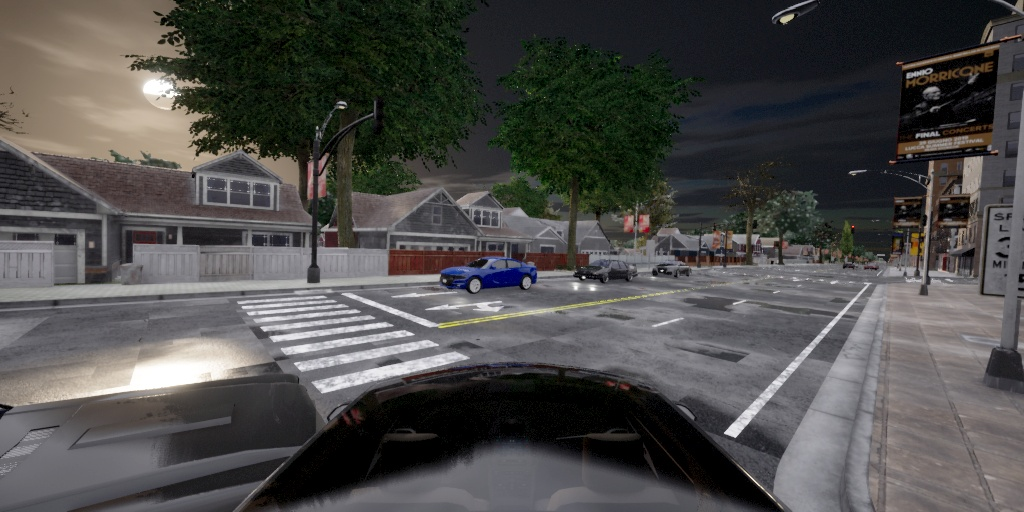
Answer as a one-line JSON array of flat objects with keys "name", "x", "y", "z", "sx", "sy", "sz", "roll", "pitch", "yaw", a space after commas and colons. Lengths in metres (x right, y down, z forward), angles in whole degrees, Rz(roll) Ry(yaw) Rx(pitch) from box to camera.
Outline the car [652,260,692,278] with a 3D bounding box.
[{"name": "car", "x": 13.535, "y": 1.026, "z": 30.271, "sx": 4.181, "sy": 1.385, "sz": 1.994, "roll": 1, "pitch": 2, "yaw": -44}]

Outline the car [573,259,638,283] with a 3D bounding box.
[{"name": "car", "x": 6.269, "y": 0.928, "z": 23.422, "sx": 5.357, "sy": 1.411, "sz": 2.033, "roll": 1, "pitch": 2, "yaw": -43}]

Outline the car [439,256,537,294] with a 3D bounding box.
[{"name": "car", "x": -0.966, "y": 0.780, "z": 16.575, "sx": 5.008, "sy": 1.535, "sz": 1.882, "roll": 1, "pitch": 2, "yaw": -43}]

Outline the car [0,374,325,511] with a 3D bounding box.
[{"name": "car", "x": -3.317, "y": 1.274, "z": 1.413, "sx": 4.718, "sy": 1.301, "sz": 1.895, "roll": 1, "pitch": 2, "yaw": -33}]
